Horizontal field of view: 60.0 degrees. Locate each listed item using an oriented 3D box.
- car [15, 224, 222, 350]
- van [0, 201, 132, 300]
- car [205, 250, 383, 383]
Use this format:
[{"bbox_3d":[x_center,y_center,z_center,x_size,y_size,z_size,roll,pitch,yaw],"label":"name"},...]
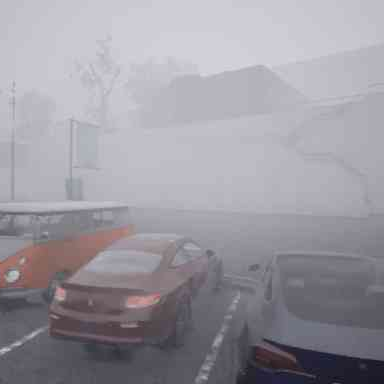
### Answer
[{"bbox_3d":[-0.644,1.503,6.250,2.002,1.452,4.674,0,0,15],"label":"car"},{"bbox_3d":[-3.088,1.214,7.870,1.878,1.987,4.442,1,0,15],"label":"van"},{"bbox_3d":[1.794,1.516,4.550,2.163,1.488,4.792,0,-1,15],"label":"car"}]
